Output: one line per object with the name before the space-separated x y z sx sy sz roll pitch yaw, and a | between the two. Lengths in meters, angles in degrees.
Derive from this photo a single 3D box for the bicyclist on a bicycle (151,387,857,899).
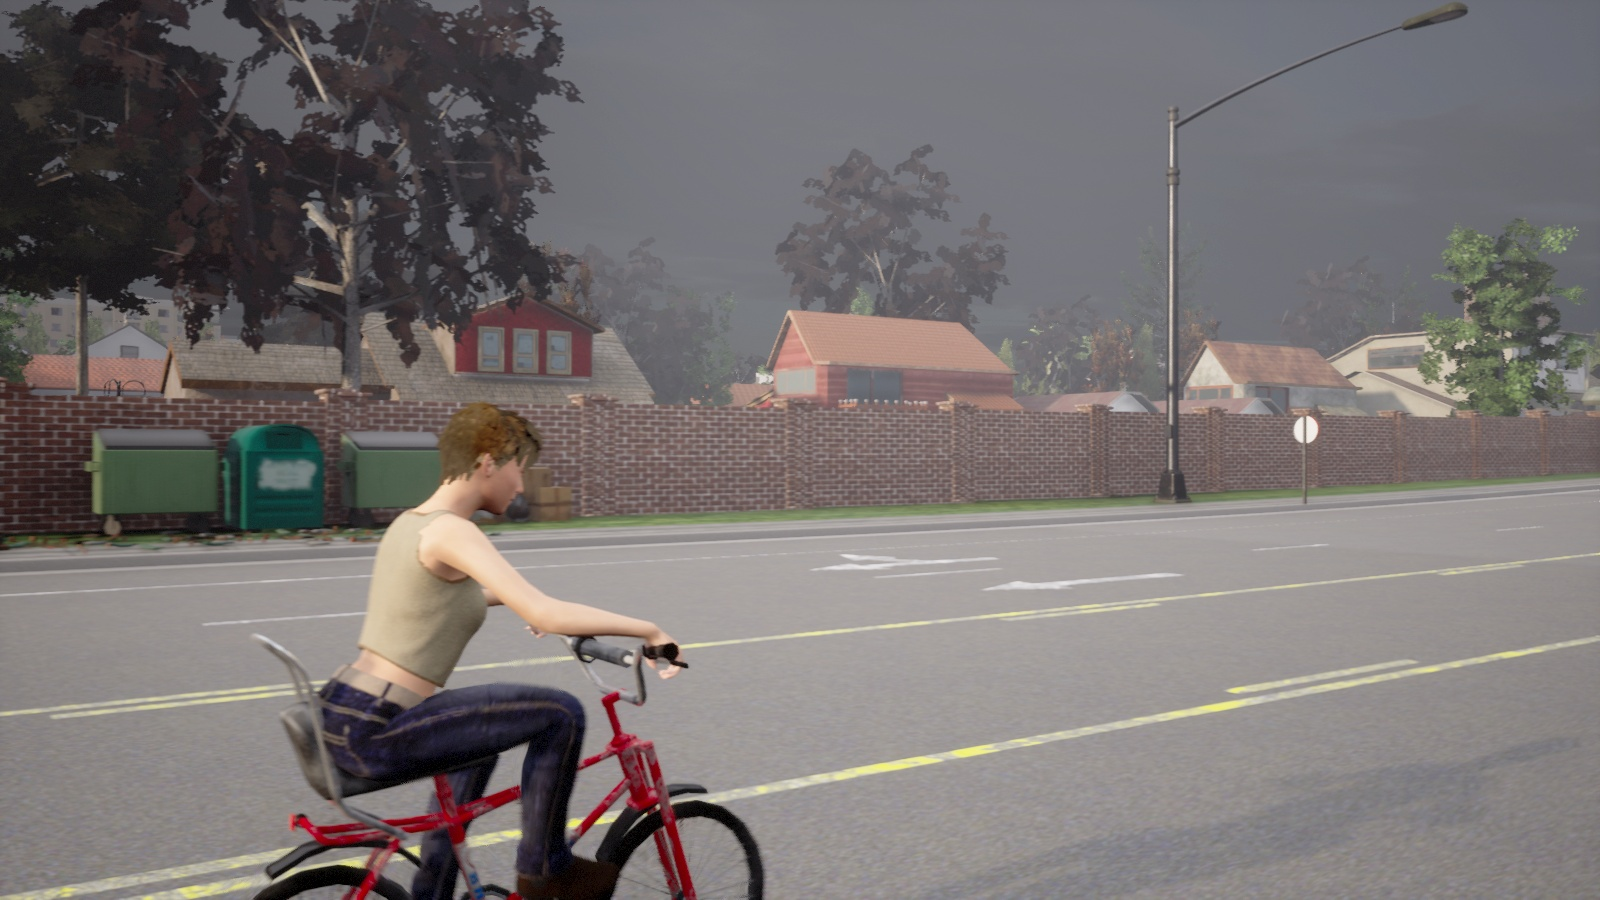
bicyclist on a bicycle | -0.720 0.691 3.152 1.509 1.612 0.866 0 0 -35
